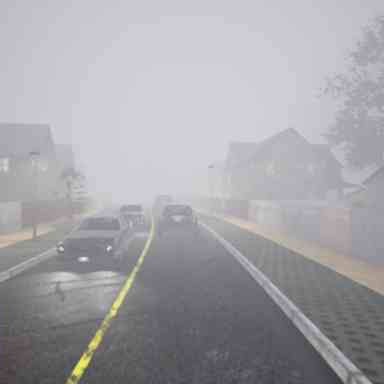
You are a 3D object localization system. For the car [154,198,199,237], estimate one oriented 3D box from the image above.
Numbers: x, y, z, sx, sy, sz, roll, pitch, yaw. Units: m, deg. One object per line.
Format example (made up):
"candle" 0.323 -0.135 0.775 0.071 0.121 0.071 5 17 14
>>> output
"car" -0.860 1.378 18.506 2.097 1.767 4.553 0 0 -5

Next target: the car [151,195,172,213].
"car" -3.373 1.321 37.760 2.150 2.045 5.566 0 0 -10

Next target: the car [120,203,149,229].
"car" -3.920 1.538 21.718 1.837 1.490 4.892 0 0 -6

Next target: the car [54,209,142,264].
"car" -3.255 1.561 12.260 2.033 1.411 5.357 0 0 -3
